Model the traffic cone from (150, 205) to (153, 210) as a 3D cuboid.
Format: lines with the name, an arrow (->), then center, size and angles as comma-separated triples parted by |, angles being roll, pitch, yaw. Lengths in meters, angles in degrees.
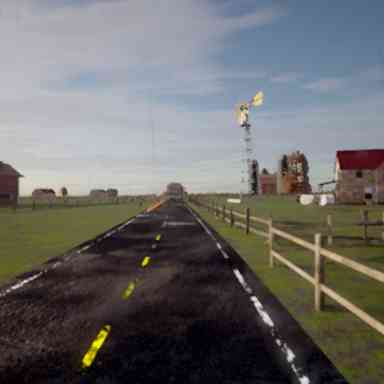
traffic cone -> -5.261, 2.090, 40.376 | 0.340, 0.580, 0.340 | 0, 0, -3

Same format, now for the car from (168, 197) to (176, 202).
car -> -5.274, 1.903, 88.458 | 1.994, 1.385, 4.181 | 0, 0, -3

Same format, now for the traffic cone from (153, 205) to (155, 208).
traffic cone -> -5.498, 2.109, 45.371 | 0.340, 0.580, 0.340 | 0, 0, -3
